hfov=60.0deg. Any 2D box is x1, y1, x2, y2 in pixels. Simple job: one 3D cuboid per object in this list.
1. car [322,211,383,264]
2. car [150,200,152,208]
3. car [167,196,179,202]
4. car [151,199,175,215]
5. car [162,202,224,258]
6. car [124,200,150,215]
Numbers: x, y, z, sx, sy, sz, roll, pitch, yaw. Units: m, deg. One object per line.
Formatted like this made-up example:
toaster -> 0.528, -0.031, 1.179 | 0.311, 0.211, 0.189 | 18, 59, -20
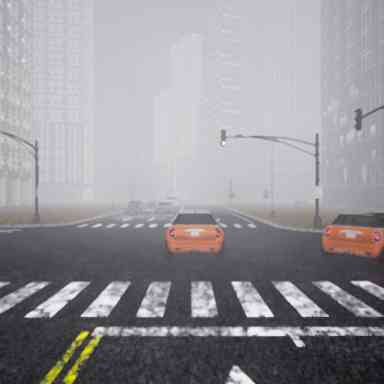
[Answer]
car -> 6.785, 1.515, 12.669 | 2.097, 1.767, 4.553 | 0, -1, 44
car -> -6.568, 2.031, 54.945 | 1.994, 1.385, 4.181 | 0, 0, 0
car -> -3.311, 1.696, 55.826 | 2.150, 2.045, 5.566 | 0, 0, 0
car -> -3.314, 1.869, 38.986 | 1.812, 1.442, 4.674 | 0, 0, 0
car -> 0.106, 1.501, 13.738 | 2.097, 1.767, 4.553 | 0, 0, 0
car -> -6.565, 1.695, 38.812 | 2.097, 1.767, 4.553 | 0, 0, 0
